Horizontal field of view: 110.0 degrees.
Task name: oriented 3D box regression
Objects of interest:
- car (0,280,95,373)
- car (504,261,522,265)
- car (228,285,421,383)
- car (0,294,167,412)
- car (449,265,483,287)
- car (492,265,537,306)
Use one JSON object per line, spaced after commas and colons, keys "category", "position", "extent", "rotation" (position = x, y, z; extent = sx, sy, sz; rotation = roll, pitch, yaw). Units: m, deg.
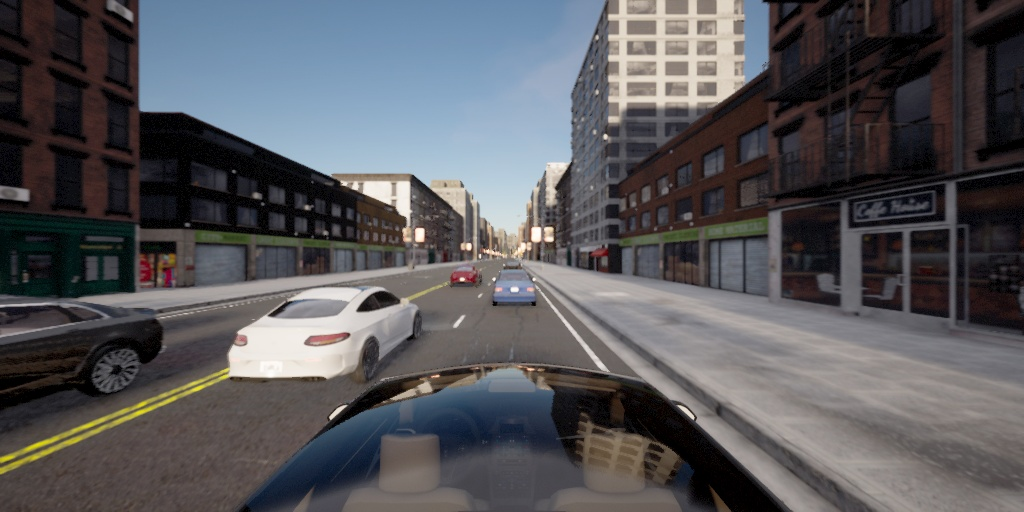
{"category": "car", "position": [-9.849, 1.248, 5.106], "extent": [2.128, 1.511, 4.902], "rotation": [0, 0, 0]}
{"category": "car", "position": [0.103, 1.291, 37.633], "extent": [1.882, 1.535, 5.008], "rotation": [0, 0, 0]}
{"category": "car", "position": [-3.147, 1.285, 6.993], "extent": [1.812, 1.442, 4.674], "rotation": [0, 0, 0]}
{"category": "car", "position": [-6.600, 1.246, 3.781], "extent": [2.128, 1.511, 4.902], "rotation": [0, 0, 0]}
{"category": "car", "position": [-3.145, 1.316, 24.949], "extent": [1.812, 1.442, 4.674], "rotation": [0, 0, 0]}
{"category": "car", "position": [0.099, 1.321, 15.987], "extent": [2.033, 1.411, 5.357], "rotation": [0, 0, 0]}
